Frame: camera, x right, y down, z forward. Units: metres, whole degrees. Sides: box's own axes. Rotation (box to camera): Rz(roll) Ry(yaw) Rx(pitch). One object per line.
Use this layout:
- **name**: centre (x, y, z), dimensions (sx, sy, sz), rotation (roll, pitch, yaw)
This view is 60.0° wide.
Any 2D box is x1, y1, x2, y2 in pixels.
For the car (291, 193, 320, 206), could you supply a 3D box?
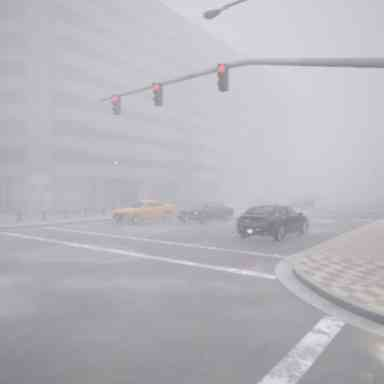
- **car**: centre (12.499, 1.159, 37.787), dimensions (1.882, 1.535, 5.008), rotation (0, 0, 39)

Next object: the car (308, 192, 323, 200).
- **car**: centre (18.269, 0.717, 50.439), dimensions (1.882, 1.535, 5.008), rotation (0, 0, 39)

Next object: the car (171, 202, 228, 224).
- **car**: centre (0.972, 1.418, 23.354), dimensions (1.895, 1.301, 4.718), rotation (0, 0, 37)

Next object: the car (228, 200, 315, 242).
- **car**: centre (3.892, 1.345, 15.652), dimensions (1.837, 1.490, 4.892), rotation (-1, 0, 38)

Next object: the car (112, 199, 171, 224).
- **car**: centre (-3.341, 1.318, 23.499), dimensions (1.882, 1.535, 5.008), rotation (0, 1, 38)

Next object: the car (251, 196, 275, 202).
- **car**: centre (8.175, 1.229, 37.996), dimensions (1.812, 1.442, 4.674), rotation (0, 0, 39)
